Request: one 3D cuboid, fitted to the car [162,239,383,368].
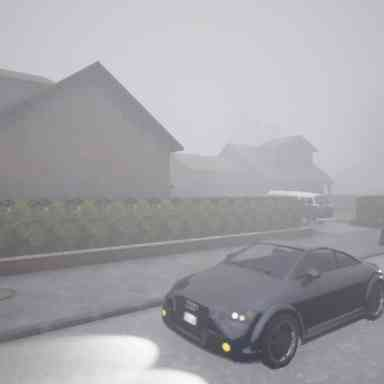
[{"bbox_3d":[1.582,1.576,5.790,4.181,1.385,1.994,0,0,-36],"label":"car"}]
